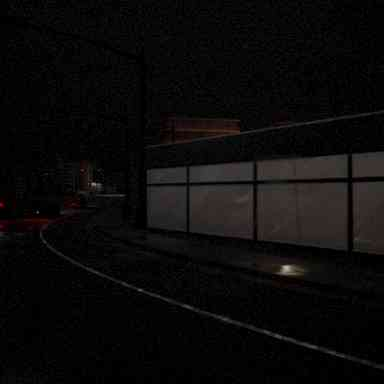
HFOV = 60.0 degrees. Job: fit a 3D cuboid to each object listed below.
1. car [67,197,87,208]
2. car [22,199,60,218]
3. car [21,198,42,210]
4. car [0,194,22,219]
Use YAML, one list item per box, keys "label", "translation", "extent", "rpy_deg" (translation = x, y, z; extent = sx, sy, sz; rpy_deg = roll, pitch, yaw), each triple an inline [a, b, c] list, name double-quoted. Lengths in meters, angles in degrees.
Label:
- label: "car"
  translation: [-16.102, 1.458, 46.746]
  extent: [1.882, 1.535, 5.008]
  rpy_deg: [0, 0, -7]
- label: "car"
  translation: [-13.342, 1.491, 30.214]
  extent: [2.128, 1.511, 4.902]
  rpy_deg: [0, 0, -11]
- label: "car"
  translation: [-20.756, 1.546, 42.971]
  extent: [1.994, 1.385, 4.181]
  rpy_deg: [0, 0, -33]
- label: "car"
  translation: [-16.725, 1.221, 29.298]
  extent: [2.150, 2.045, 5.566]
  rpy_deg: [0, 0, -11]
